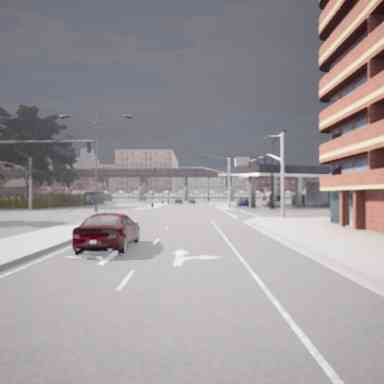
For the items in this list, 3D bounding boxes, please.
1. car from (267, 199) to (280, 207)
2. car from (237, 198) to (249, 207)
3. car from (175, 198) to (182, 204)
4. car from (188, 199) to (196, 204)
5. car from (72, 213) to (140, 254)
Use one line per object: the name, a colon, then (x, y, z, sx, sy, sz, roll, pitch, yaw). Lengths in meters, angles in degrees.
car: (15.453, 2.127, 63.253, 1.970, 1.475, 3.806, 0, -1, 0)
car: (9.708, 1.959, 62.493, 2.242, 1.667, 4.611, 0, -1, 0)
car: (-3.503, 2.393, 87.164, 1.882, 1.535, 5.008, 0, -1, 0)
car: (-0.003, 2.454, 87.164, 2.033, 1.411, 5.357, 0, -1, 0)
car: (-3.477, 1.629, 14.214, 1.882, 1.535, 5.008, 0, 0, 0)
